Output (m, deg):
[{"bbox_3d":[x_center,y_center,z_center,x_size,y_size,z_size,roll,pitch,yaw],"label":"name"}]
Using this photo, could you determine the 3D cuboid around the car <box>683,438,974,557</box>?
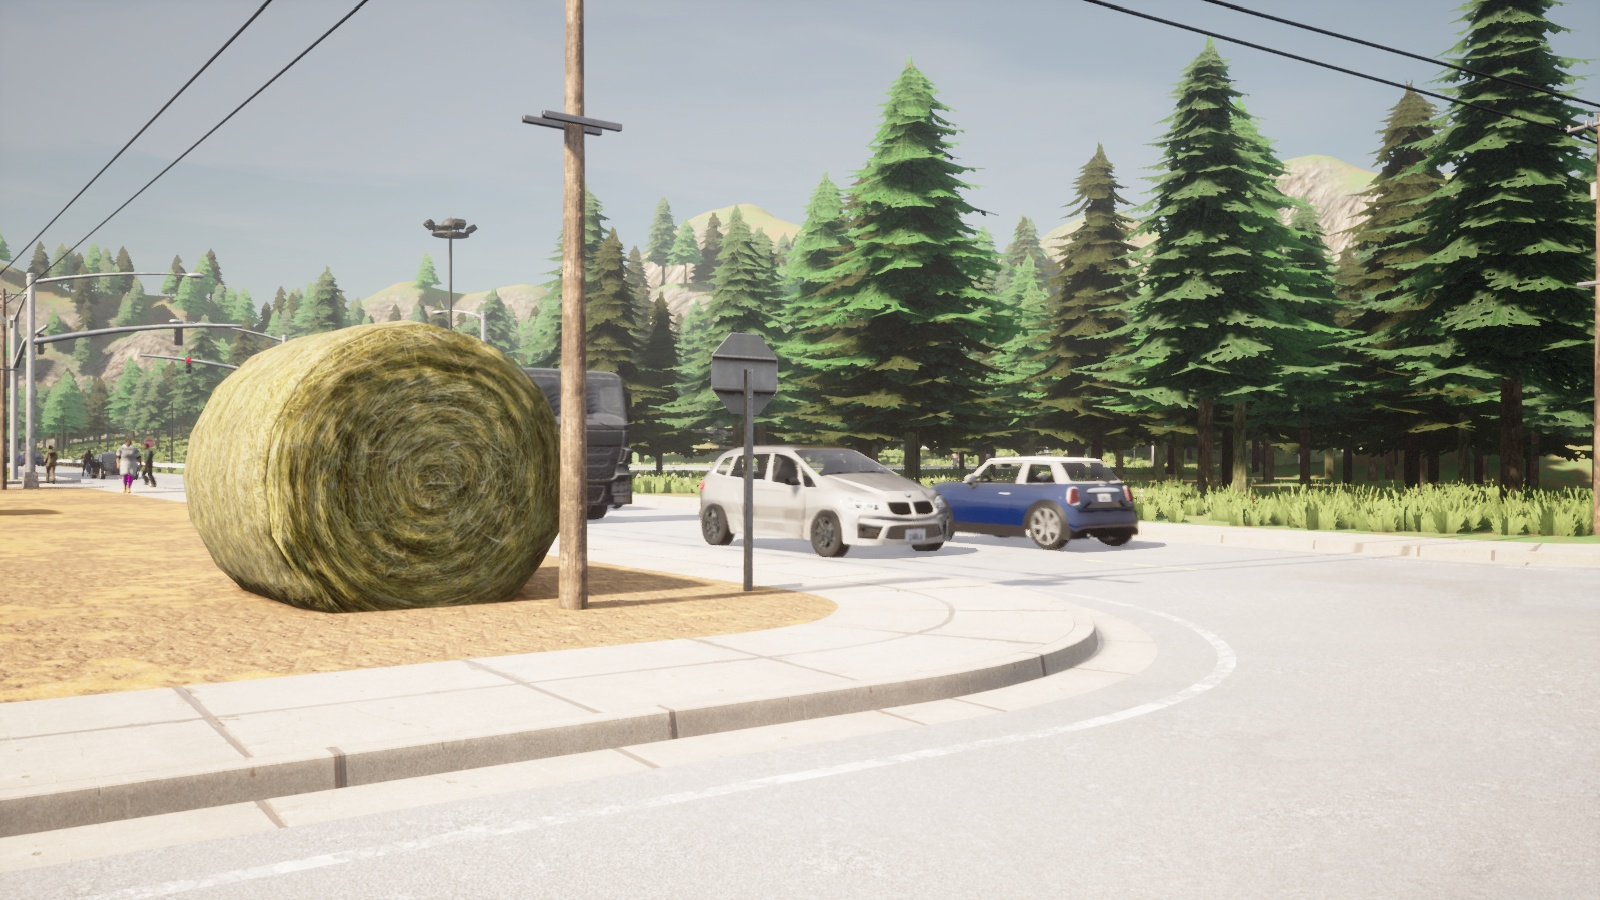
[{"bbox_3d":[0.316,0.674,20.042,2.242,1.667,4.611,0,0,-38],"label":"car"}]

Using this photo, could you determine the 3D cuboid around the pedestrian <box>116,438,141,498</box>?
[{"bbox_3d":[-22.110,0.575,41.340,0.659,1.952,0.873,0,0,-32],"label":"pedestrian"}]

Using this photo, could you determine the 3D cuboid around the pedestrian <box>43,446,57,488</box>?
[{"bbox_3d":[-34.353,0.765,57.516,0.396,1.930,0.692,0,0,-44],"label":"pedestrian"}]

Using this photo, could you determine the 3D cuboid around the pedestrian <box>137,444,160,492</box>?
[{"bbox_3d":[-26.314,0.729,50.711,0.788,1.949,0.423,0,0,-20],"label":"pedestrian"}]

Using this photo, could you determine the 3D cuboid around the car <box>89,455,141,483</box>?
[{"bbox_3d":[-38.275,1.037,70.097,1.837,1.490,4.892,0,0,-38],"label":"car"}]

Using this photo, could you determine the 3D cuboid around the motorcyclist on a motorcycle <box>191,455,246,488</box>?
[{"bbox_3d":[-27.621,1.011,59.664,2.191,1.530,0.866,0,0,-39],"label":"motorcyclist on a motorcycle"}]

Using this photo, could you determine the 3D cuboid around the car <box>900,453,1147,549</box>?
[{"bbox_3d":[3.718,0.789,21.363,1.970,1.475,3.806,0,0,-37],"label":"car"}]

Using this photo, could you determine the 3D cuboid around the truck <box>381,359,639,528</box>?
[{"bbox_3d":[-7.081,-0.114,29.635,2.891,3.462,7.936,0,0,-38],"label":"truck"}]
